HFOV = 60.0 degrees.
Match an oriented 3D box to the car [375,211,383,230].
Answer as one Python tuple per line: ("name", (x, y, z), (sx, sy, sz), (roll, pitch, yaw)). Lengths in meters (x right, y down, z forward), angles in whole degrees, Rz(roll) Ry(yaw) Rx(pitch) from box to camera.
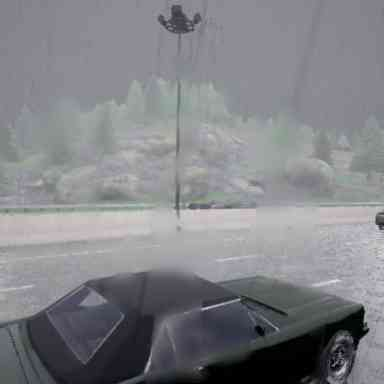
("car", (13.219, 1.597, 20.185), (4.902, 1.511, 2.128), (0, 0, -29))

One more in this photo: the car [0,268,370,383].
("car", (-0.047, 1.589, 3.692), (4.718, 1.301, 1.895), (1, 0, -35))
